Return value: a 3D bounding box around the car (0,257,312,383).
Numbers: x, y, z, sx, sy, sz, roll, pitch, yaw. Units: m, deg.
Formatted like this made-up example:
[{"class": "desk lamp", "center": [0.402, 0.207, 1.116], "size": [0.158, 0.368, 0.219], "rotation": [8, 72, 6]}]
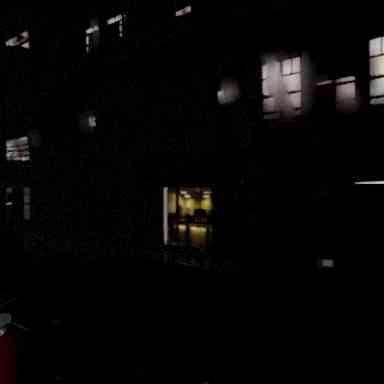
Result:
[{"class": "car", "center": [-0.979, 1.459, 3.571], "size": [4.097, 1.590, 1.967], "rotation": [-1, 0, 36]}]
